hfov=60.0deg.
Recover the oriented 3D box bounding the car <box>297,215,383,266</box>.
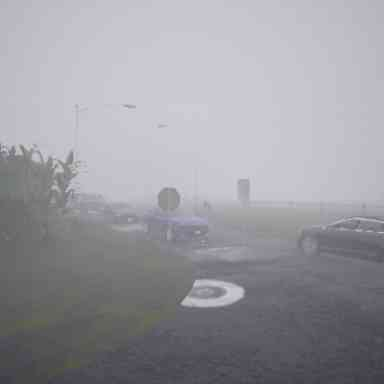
[{"bbox_3d":[5.494,1.479,10.425,2.128,1.511,4.902,1,0,-28],"label":"car"}]

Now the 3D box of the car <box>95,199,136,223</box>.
[{"bbox_3d":[-5.484,1.493,25.088,2.033,1.411,5.357,1,0,-28],"label":"car"}]

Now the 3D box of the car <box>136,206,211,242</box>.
[{"bbox_3d":[-0.883,1.428,16.272,1.882,1.535,5.008,1,0,-28],"label":"car"}]

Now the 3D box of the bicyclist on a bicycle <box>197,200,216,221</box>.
[{"bbox_3d":[1.102,1.445,25.366,1.656,1.620,0.582,-1,0,-28],"label":"bicyclist on a bicycle"}]

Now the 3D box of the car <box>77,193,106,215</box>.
[{"bbox_3d":[-10.211,1.163,34.168,2.150,2.045,5.566,1,0,-28],"label":"car"}]

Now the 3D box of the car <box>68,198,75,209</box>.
[{"bbox_3d":[-14.971,1.430,43.368,2.128,1.511,4.902,1,0,-27],"label":"car"}]

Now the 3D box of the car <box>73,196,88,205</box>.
[{"bbox_3d":[-19.880,1.491,59.064,1.812,1.442,4.674,1,0,-28],"label":"car"}]
